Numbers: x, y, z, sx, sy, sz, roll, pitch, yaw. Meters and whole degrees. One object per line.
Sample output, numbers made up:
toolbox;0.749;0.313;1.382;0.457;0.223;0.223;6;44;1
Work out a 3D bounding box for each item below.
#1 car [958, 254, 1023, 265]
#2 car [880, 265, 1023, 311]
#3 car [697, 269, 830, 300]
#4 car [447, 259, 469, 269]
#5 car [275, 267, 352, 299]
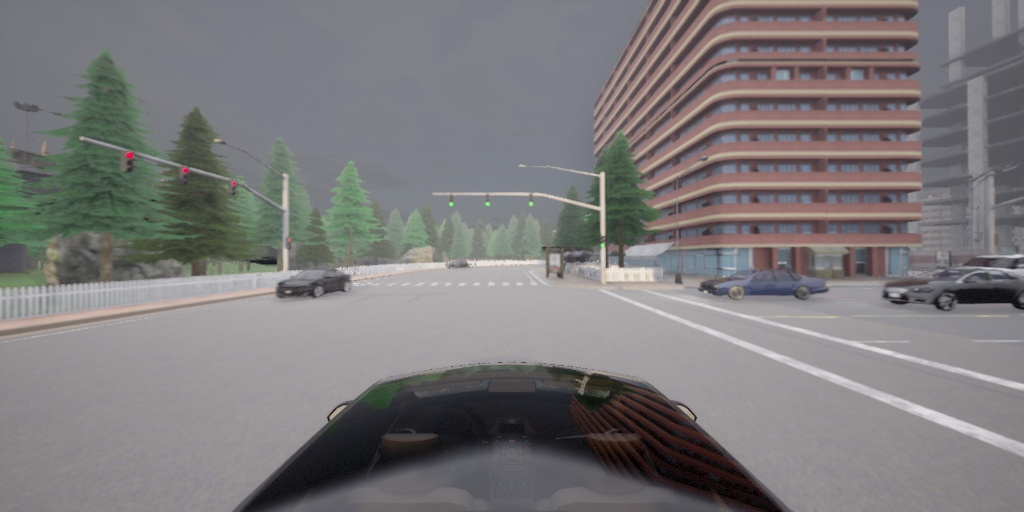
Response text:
car;23.744;0.930;17.226;5.566;2.045;2.150;0;0;1
car;17.122;1.224;13.759;4.902;1.511;2.128;0;0;0
car;12.000;1.322;17.299;5.357;1.411;2.033;0;0;2
car;-9.020;1.327;60.461;2.097;1.767;4.553;0;-1;21
car;-10.374;1.393;19.144;1.882;1.535;5.008;0;0;0
